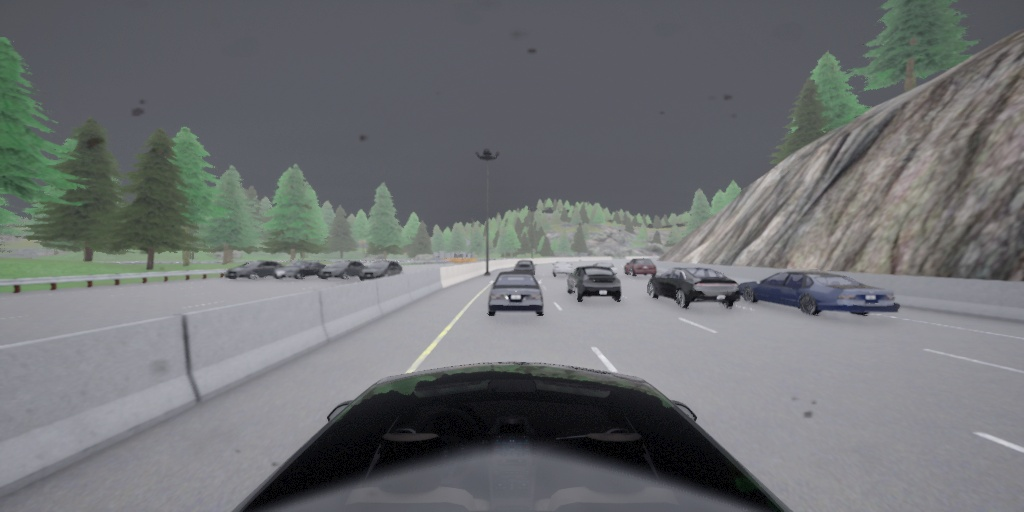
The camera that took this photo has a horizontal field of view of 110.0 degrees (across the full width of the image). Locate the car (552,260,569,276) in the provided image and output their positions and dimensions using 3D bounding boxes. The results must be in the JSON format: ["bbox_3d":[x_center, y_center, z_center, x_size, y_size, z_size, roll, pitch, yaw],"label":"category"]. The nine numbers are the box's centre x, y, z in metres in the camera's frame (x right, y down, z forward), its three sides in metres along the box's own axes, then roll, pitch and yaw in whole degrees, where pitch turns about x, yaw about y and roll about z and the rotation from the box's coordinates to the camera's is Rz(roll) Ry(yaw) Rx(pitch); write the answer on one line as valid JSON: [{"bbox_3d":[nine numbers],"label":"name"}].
[{"bbox_3d":[4.905,1.146,34.655,1.812,1.442,4.674,0,0,6],"label":"car"}]

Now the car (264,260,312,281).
[{"bbox_3d":[-16.893,1.113,28.823,2.128,1.511,4.902,0,0,5],"label":"car"}]

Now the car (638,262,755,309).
[{"bbox_3d":[7.164,1.196,14.663,2.128,1.511,4.902,0,0,1],"label":"car"}]

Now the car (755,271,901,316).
[{"bbox_3d":[10.639,1.262,13.123,2.033,1.411,5.357,0,0,1],"label":"car"}]

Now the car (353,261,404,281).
[{"bbox_3d":[-9.950,1.139,27.754,1.837,1.490,4.892,0,0,4],"label":"car"}]

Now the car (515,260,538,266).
[{"bbox_3d":[1.283,1.125,33.584,1.837,1.490,4.892,0,0,6],"label":"car"}]

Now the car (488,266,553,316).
[{"bbox_3d":[0.138,1.251,13.132,2.033,1.411,5.357,0,0,1],"label":"car"}]

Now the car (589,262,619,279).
[{"bbox_3d":[8.141,1.235,32.079,1.895,1.301,4.718,0,0,6],"label":"car"}]

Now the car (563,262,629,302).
[{"bbox_3d":[3.714,1.198,16.795,1.837,1.490,4.892,0,0,1],"label":"car"}]

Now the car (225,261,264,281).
[{"bbox_3d":[-20.403,1.124,28.778,1.837,1.490,4.892,0,0,4],"label":"car"}]

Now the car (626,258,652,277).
[{"bbox_3d":[11.811,0.985,33.237,2.097,1.767,4.553,0,0,6],"label":"car"}]

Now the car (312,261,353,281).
[{"bbox_3d":[-13.388,1.131,28.742,1.837,1.490,4.892,0,0,5],"label":"car"}]
